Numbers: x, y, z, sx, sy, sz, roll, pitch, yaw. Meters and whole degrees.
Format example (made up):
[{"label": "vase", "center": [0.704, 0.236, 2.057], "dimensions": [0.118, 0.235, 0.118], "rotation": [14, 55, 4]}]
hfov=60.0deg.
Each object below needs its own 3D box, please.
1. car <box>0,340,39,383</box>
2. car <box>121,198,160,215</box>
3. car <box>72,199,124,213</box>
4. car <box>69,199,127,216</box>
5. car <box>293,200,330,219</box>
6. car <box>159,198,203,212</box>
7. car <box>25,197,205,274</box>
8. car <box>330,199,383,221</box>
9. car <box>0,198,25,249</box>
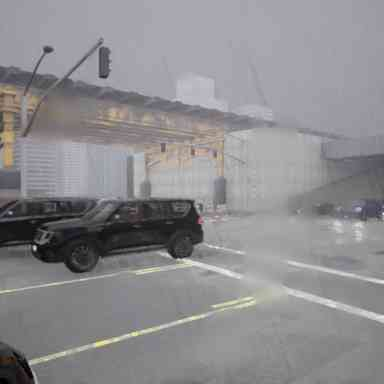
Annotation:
[{"label": "car", "center": [-3.299, 1.491, 1.417], "dimensions": [4.902, 1.511, 2.128], "rotation": [0, 0, -35]}, {"label": "car", "center": [-5.238, 1.458, 34.791], "dimensions": [2.038, 1.542, 4.974], "rotation": [0, 0, 18]}, {"label": "car", "center": [-9.028, 1.299, 32.104], "dimensions": [4.536, 1.218, 1.853], "rotation": [0, 0, 8]}, {"label": "car", "center": [-8.976, 1.457, 32.097], "dimensions": [4.974, 1.542, 2.038], "rotation": [0, 0, 8]}, {"label": "car", "center": [10.890, 1.501, 29.447], "dimensions": [4.902, 1.511, 2.128], "rotation": [0, 0, -40]}, {"label": "car", "center": [-1.336, 1.460, 38.559], "dimensions": [4.974, 1.542, 2.038], "rotation": [0, 0, -7]}, {"label": "car", "center": [-2.157, 1.224, 10.956], "dimensions": [5.566, 2.045, 2.150], "rotation": [0, 0, -35]}, {"label": "car", "center": [13.711, 1.361, 27.262], "dimensions": [4.553, 1.767, 2.097], "rotation": [0, 0, -39]}, {"label": "car", "center": [-6.041, 1.222, 12.498], "dimensions": [5.566, 2.045, 2.150], "rotation": [0, 0, -35]}]
